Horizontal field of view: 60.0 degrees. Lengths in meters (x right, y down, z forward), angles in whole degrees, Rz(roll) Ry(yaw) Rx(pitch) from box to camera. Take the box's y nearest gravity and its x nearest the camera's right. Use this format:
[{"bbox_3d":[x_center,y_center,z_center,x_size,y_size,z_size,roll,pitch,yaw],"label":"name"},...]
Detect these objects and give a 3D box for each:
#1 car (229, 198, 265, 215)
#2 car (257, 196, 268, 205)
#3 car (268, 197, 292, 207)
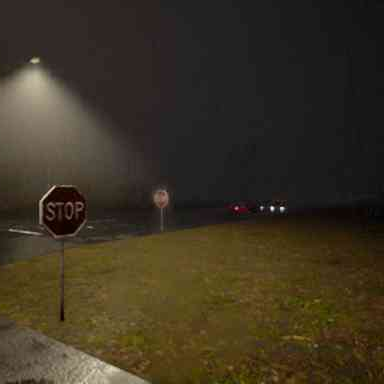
[{"bbox_3d":[5.501,1.573,34.211,1.994,1.385,4.181,0,0,35],"label":"car"},{"bbox_3d":[11.638,1.483,55.450,1.882,1.535,5.008,0,0,35],"label":"car"},{"bbox_3d":[14.520,1.486,53.464,1.882,1.535,5.008,0,0,35],"label":"car"}]
